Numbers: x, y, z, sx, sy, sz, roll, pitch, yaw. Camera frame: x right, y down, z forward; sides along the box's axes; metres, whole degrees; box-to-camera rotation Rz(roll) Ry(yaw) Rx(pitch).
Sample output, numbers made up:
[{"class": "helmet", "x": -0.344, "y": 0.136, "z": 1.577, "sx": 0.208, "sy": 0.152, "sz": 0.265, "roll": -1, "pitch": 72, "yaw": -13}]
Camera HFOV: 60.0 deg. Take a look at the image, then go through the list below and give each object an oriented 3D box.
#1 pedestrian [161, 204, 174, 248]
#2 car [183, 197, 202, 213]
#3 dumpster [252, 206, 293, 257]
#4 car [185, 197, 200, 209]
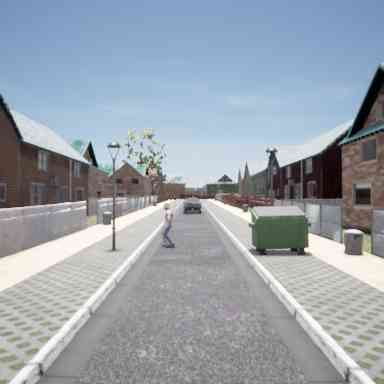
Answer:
[{"class": "pedestrian", "x": -0.941, "y": 1.298, "z": 13.550, "sx": 0.375, "sy": 1.860, "sz": 0.375, "roll": 2, "pitch": -2, "yaw": -6}, {"class": "car", "x": 0.086, "y": 1.518, "z": 36.349, "sx": 1.837, "sy": 1.490, "sz": 4.892, "roll": 0, "pitch": 0, "yaw": 0}, {"class": "dumpster", "x": 2.987, "y": 1.400, "z": 12.523, "sx": 1.020, "sy": 1.700, "sz": 1.940, "roll": -1, "pitch": -1, "yaw": 0}, {"class": "car", "x": 0.075, "y": 1.493, "z": 46.667, "sx": 1.882, "sy": 1.535, "sz": 5.008, "roll": 0, "pitch": 0, "yaw": 0}]
